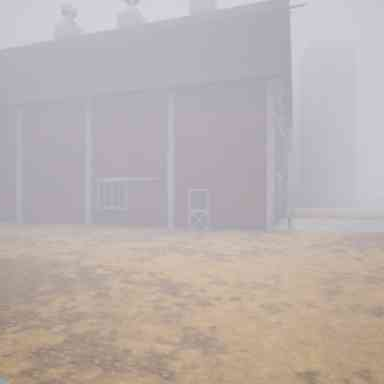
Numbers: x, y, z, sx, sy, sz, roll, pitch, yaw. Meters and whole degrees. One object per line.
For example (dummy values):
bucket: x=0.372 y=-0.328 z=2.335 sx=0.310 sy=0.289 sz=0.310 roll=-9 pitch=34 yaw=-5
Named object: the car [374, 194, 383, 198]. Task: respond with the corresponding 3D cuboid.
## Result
car: x=44.184 y=1.320 z=76.838 sx=3.988 sy=1.617 sz=1.851 roll=0 pitch=0 yaw=19
